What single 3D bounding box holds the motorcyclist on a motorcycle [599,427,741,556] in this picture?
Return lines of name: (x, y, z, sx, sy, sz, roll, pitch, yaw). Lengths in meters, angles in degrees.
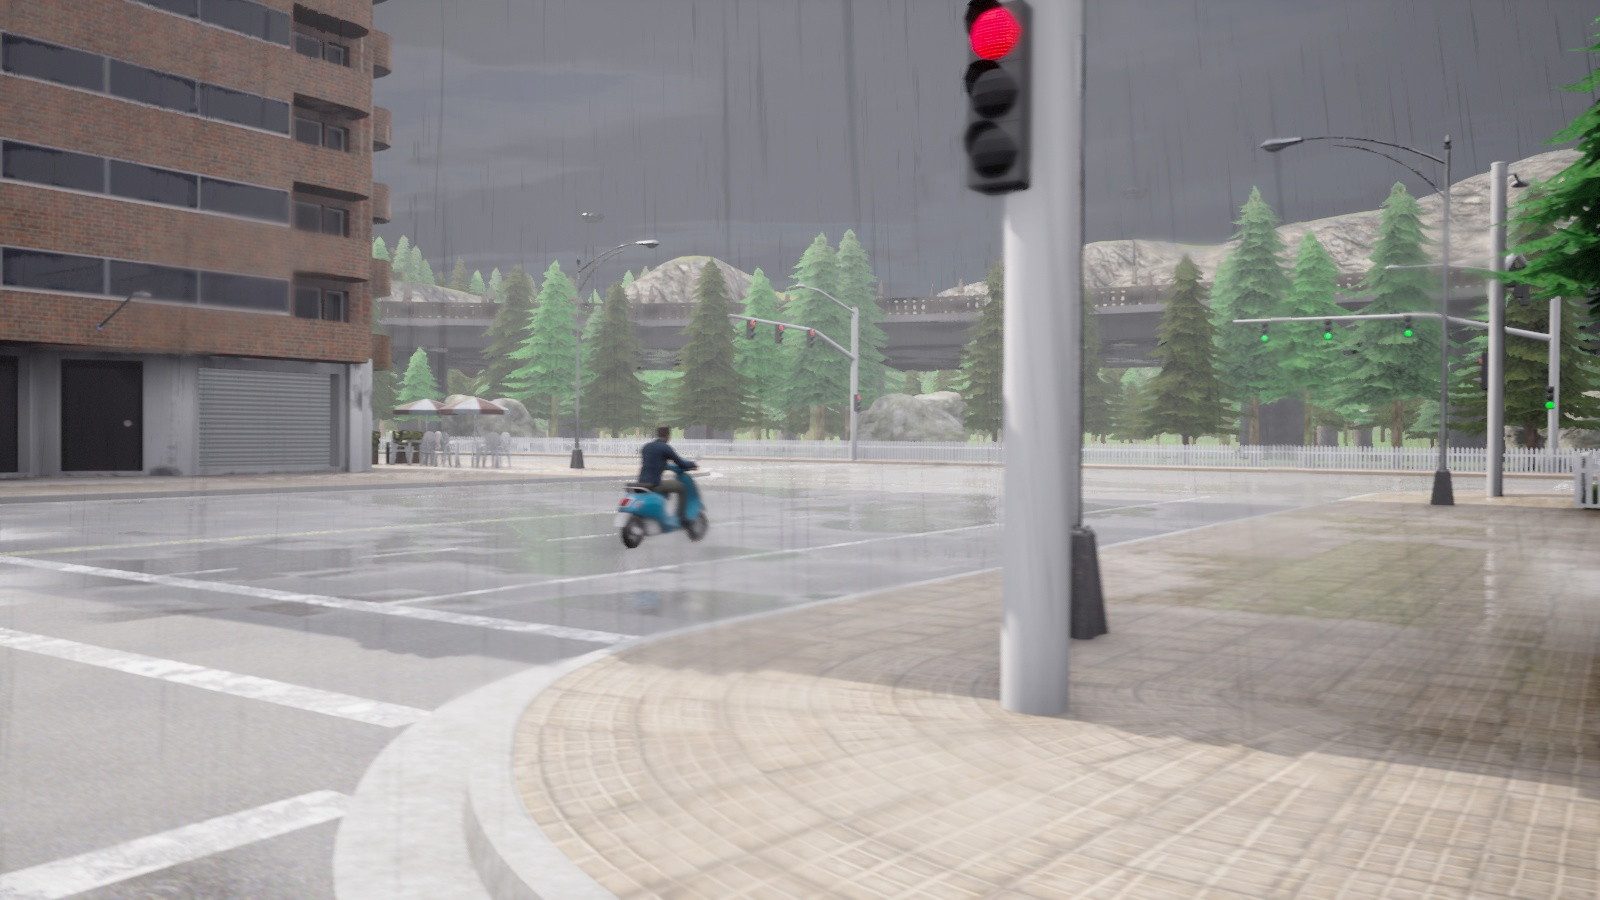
motorcyclist on a motorcycle: (-1.679, 0.497, 16.499, 0.866, 1.590, 1.817, 0, 1, 34)
